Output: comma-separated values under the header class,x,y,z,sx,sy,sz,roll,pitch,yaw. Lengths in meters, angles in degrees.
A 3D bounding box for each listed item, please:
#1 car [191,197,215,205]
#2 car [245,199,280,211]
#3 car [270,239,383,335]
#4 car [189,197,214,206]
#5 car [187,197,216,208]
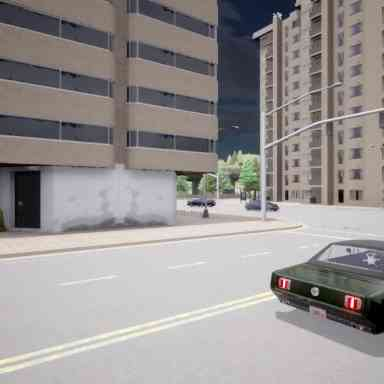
class,x,y,z,sx,sy,sz,roll,pitch,yaw
car,1.859,1.601,59.889,1.895,1.301,4.718,0,0,-35
car,8.141,1.564,38.904,1.994,1.385,4.181,0,0,-36
car,3.797,1.601,6.483,4.718,1.301,1.895,0,0,-35
car,1.511,1.564,54.339,1.994,1.385,4.181,0,0,-36
car,1.349,1.600,48.305,1.895,1.301,4.718,0,0,-36
